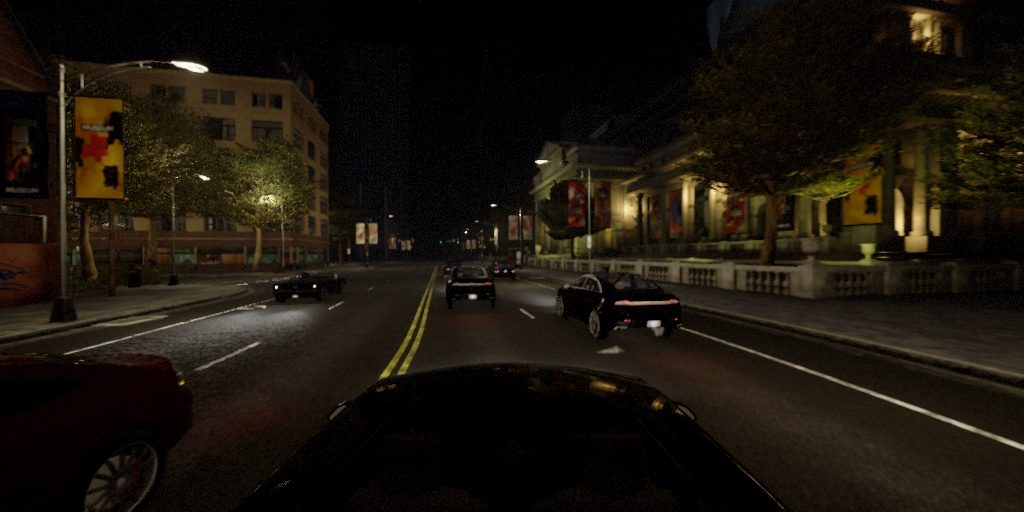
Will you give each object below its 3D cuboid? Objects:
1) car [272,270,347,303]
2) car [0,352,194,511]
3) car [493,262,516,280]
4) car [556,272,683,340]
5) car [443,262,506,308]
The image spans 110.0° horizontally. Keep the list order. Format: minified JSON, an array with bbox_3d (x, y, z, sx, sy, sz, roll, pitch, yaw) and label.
[{"bbox_3d":[-9.370,1.347,16.959,1.895,1.301,4.718,0,0,-11],"label":"car"},{"bbox_3d":[-3.721,1.301,1.336,1.812,1.442,4.674,0,0,-2],"label":"car"},{"bbox_3d":[-0.978,1.193,29.120,2.033,1.411,5.357,0,0,-11],"label":"car"},{"bbox_3d":[2.606,1.193,9.872,2.128,1.511,4.902,0,0,-8],"label":"car"},{"bbox_3d":[-1.797,1.200,14.920,2.128,1.511,4.902,0,0,-10],"label":"car"}]
